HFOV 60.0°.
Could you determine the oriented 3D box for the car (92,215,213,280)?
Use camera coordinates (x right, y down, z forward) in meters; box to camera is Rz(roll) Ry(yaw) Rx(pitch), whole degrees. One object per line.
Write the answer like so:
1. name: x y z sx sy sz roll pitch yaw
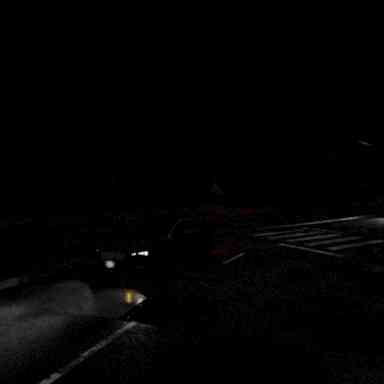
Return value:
1. car: -0.908 1.473 10.077 2.128 1.511 4.902 1 0 25
